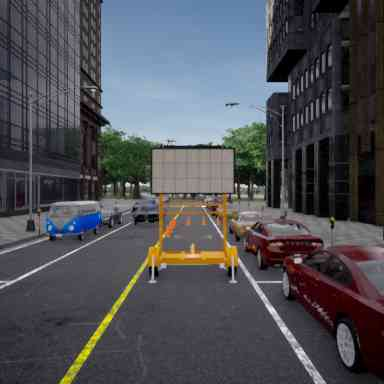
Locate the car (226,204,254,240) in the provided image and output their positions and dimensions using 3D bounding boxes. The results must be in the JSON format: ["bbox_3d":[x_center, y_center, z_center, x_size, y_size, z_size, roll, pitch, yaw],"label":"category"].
[{"bbox_3d":[2.808,1.525,16.524,1.752,1.417,4.829,0,0,0],"label":"car"}]

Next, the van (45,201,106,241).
[{"bbox_3d":[-5.718,1.341,16.379,1.690,1.788,3.998,0,0,0],"label":"van"}]

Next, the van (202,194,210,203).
[{"bbox_3d":[2.961,1.361,70.730,1.690,1.788,3.998,0,0,0],"label":"van"}]

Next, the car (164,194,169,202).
[{"bbox_3d":[-5.595,1.539,59.709,1.752,1.417,4.829,0,0,0],"label":"car"}]

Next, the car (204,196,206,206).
[{"bbox_3d":[2.885,1.531,43.712,1.752,1.417,4.829,0,0,0],"label":"car"}]

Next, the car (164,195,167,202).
[{"bbox_3d":[-5.610,1.576,54.441,1.947,1.339,4.313,0,0,0],"label":"car"}]

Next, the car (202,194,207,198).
[{"bbox_3d":[2.915,1.451,54.417,1.967,1.590,4.097,0,0,0],"label":"car"}]

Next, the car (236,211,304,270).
[{"bbox_3d":[2.792,1.544,10.917,1.887,1.381,4.507,0,0,0],"label":"car"}]

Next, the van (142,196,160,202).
[{"bbox_3d":[-5.641,1.347,43.566,1.690,1.788,3.998,0,0,0],"label":"van"}]

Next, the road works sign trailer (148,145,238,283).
[{"bbox_3d":[0.027,0.464,9.630,2.380,3.560,2.880,0,0,0],"label":"road works sign trailer"}]

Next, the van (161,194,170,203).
[{"bbox_3d":[-5.564,1.361,70.754,1.690,1.788,3.998,0,0,0],"label":"van"}]

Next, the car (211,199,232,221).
[{"bbox_3d":[2.839,1.526,27.399,1.752,1.417,4.829,0,0,0],"label":"car"}]

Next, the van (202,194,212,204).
[{"bbox_3d":[2.946,1.358,65.293,1.690,1.788,3.998,0,0,0],"label":"van"}]

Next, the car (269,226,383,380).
[{"bbox_3d":[2.777,1.544,5.480,1.887,1.381,4.507,0,0,0],"label":"car"}]

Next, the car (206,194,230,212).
[{"bbox_3d":[2.853,1.317,32.667,2.192,1.841,5.009,0,0,0],"label":"car"}]

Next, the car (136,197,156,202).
[{"bbox_3d":[-5.656,1.570,38.129,1.947,1.339,4.313,0,0,0],"label":"car"}]

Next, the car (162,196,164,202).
[{"bbox_3d":[-5.626,1.533,48.834,1.752,1.417,4.829,0,0,0],"label":"car"}]

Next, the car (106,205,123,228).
[{"bbox_3d":[-5.702,1.551,21.816,2.008,1.369,4.403,0,0,0],"label":"car"}]

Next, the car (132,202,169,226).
[{"bbox_3d":[-2.933,1.601,23.656,1.895,1.301,4.718,0,0,0],"label":"car"}]

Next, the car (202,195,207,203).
[{"bbox_3d":[2.900,1.553,48.980,1.887,1.381,4.507,0,0,0],"label":"car"}]

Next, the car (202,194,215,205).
[{"bbox_3d":[2.930,1.329,59.855,2.192,1.841,5.009,0,0,0],"label":"car"}]
